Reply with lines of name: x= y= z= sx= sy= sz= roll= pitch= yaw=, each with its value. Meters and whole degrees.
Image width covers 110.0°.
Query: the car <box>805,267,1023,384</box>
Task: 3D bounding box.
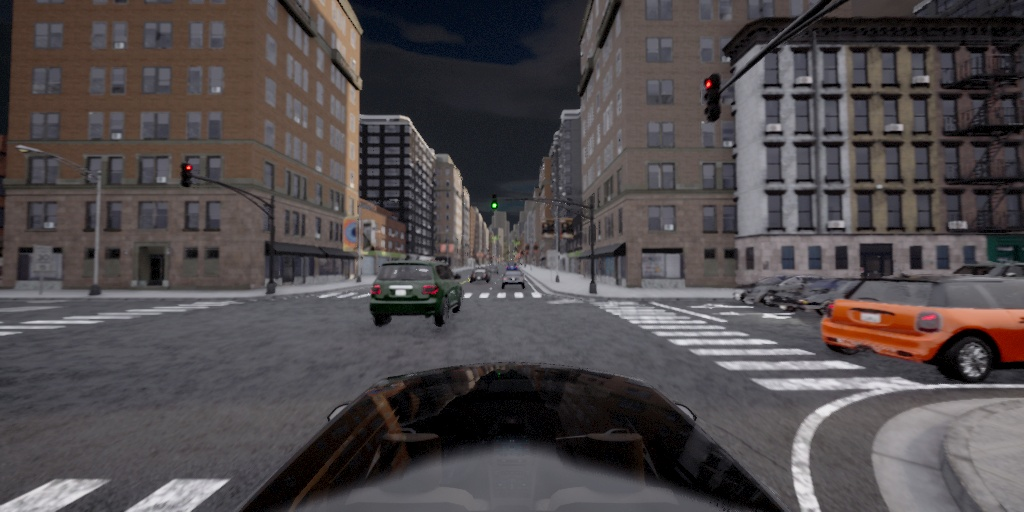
car: x=8.615 y=1.148 z=6.777 sx=4.553 sy=1.767 sz=2.097 roll=0 pitch=-2 yaw=-7

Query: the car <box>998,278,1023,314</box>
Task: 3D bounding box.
car: x=22.184 y=1.577 z=13.814 sx=4.181 sy=1.385 sz=1.994 roll=0 pitch=-2 yaw=0

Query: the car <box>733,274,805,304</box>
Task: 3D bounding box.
car: x=13.177 y=1.606 z=17.052 sx=4.902 sy=1.511 sz=2.128 roll=0 pitch=-2 yaw=0

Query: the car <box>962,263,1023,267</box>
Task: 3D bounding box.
car: x=23.041 y=1.335 z=17.074 sx=5.566 sy=2.045 sz=2.150 roll=0 pitch=-2 yaw=0

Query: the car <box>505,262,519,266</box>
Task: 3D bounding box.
car: x=0.032 y=2.013 z=59.840 sx=2.150 sy=2.045 sz=5.566 roll=0 pitch=-1 yaw=0

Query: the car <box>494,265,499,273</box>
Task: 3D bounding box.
car: x=-3.200 y=2.318 z=61.236 sx=2.128 sy=1.511 sz=4.902 roll=0 pitch=-1 yaw=0

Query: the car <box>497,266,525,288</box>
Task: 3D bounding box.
car: x=0.114 y=1.804 z=29.271 sx=2.033 sy=1.411 sz=5.357 roll=0 pitch=-1 yaw=0

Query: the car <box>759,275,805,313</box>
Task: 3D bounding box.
car: x=12.944 y=1.562 z=13.823 sx=5.357 sy=1.411 sz=2.033 roll=0 pitch=-2 yaw=-4

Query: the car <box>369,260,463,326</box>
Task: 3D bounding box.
car: x=-3.141 y=1.206 z=12.805 sx=2.150 sy=2.045 sz=5.566 roll=0 pitch=-2 yaw=0

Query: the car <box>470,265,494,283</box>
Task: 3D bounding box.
car: x=-3.131 y=1.914 z=36.235 sx=1.812 sy=1.442 sz=4.674 roll=0 pitch=-1 yaw=0

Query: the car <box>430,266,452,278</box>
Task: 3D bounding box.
car: x=-9.723 y=2.192 z=49.626 sx=2.033 sy=1.411 sz=5.357 roll=0 pitch=-1 yaw=0
